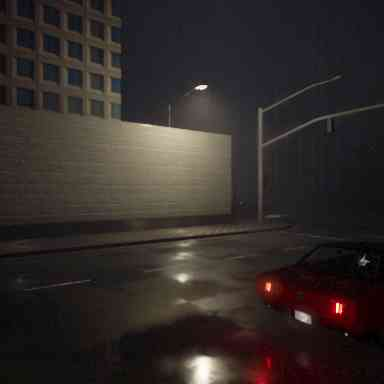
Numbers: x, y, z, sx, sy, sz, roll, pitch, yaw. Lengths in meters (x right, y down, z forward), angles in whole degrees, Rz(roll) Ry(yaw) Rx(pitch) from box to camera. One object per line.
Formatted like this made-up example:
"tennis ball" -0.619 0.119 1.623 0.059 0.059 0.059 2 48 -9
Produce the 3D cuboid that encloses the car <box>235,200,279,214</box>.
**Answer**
"car" 6.556 1.600 35.206 2.033 1.411 5.357 0 0 -36

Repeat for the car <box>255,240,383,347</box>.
"car" 3.499 1.600 6.286 4.718 1.301 1.895 0 0 -35
